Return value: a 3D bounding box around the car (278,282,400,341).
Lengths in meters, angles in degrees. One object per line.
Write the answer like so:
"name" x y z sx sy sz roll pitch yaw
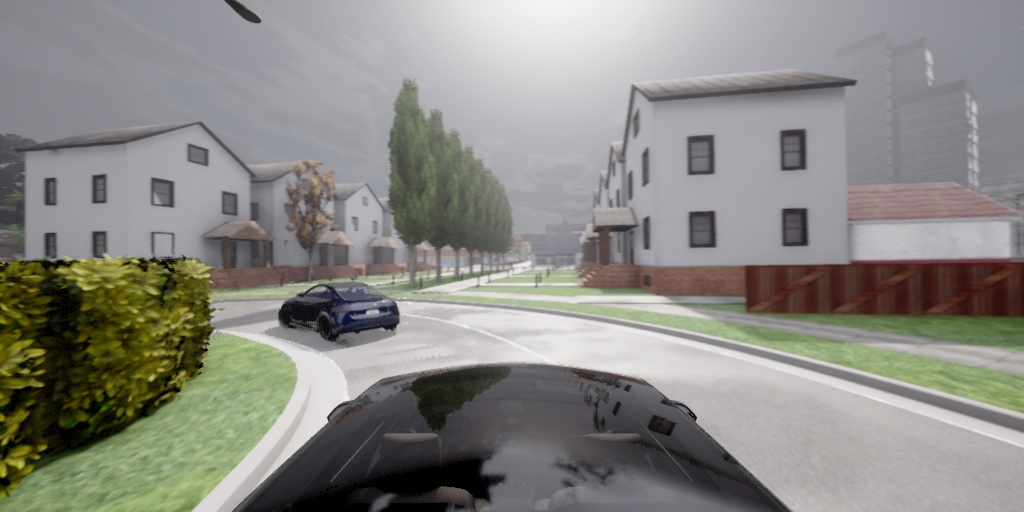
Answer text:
"car" -5.145 1.461 10.568 4.181 1.385 1.994 -1 -1 40
